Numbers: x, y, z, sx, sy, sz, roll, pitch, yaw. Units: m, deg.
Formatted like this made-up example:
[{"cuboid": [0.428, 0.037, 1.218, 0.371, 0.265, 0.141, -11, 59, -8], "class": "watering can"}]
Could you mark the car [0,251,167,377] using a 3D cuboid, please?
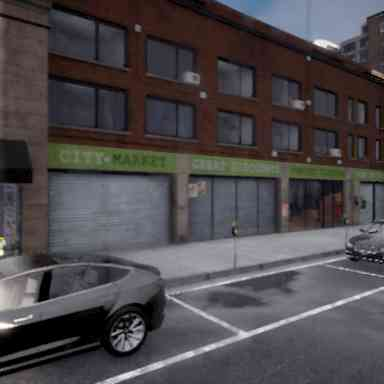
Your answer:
[{"cuboid": [-2.380, 1.568, 4.490, 4.313, 1.339, 1.947, 0, 0, -35], "class": "car"}]

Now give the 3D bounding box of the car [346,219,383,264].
[{"cuboid": [6.872, 1.584, 11.089, 4.403, 1.369, 2.008, 0, 0, -35], "class": "car"}]
